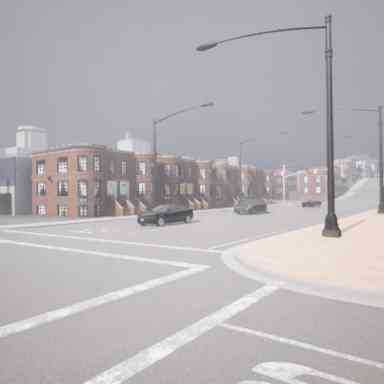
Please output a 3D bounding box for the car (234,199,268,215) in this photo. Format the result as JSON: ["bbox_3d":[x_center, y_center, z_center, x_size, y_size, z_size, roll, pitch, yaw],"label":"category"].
[{"bbox_3d":[6.327,1.497,35.535,2.097,1.767,4.553,-1,-1,37],"label":"car"}]

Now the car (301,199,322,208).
[{"bbox_3d":[18.620,1.740,51.774,1.895,1.301,4.718,-1,-1,37],"label":"car"}]

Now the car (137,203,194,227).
[{"bbox_3d":[-1.885,1.628,24.579,1.882,1.535,5.008,-1,-1,37],"label":"car"}]
